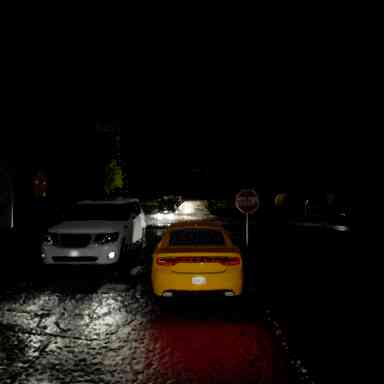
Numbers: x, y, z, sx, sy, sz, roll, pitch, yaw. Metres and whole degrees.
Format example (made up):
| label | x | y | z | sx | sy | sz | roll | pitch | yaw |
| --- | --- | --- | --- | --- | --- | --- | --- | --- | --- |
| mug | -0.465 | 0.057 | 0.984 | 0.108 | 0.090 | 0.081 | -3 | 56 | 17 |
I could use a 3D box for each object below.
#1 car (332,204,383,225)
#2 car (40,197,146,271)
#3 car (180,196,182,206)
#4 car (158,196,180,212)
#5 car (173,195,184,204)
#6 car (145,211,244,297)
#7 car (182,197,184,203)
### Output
| label | x | y | z | sx | sy | sz | roll | pitch | yaw |
| --- | --- | --- | --- | --- | --- | --- | --- | --- | --- |
| car | 13.002 | 1.645 | 24.609 | 5.008 | 1.535 | 1.882 | 1 | -1 | 0 |
| car | -2.960 | 1.227 | 11.303 | 2.150 | 2.045 | 5.566 | 0 | 0 | 2 |
| car | -2.764 | 1.546 | 47.186 | 1.812 | 1.442 | 4.674 | 0 | 0 | 0 |
| car | -2.809 | 1.509 | 38.131 | 2.128 | 1.511 | 4.902 | 0 | 0 | 1 |
| car | -2.668 | 1.503 | 67.583 | 1.882 | 1.535 | 5.008 | 0 | 0 | 0 |
| car | 0.078 | 1.483 | 8.616 | 1.882 | 1.535 | 5.008 | 0 | 0 | -1 |
| car | -2.724 | 1.549 | 57.093 | 1.812 | 1.442 | 4.674 | 0 | 0 | 1 |
